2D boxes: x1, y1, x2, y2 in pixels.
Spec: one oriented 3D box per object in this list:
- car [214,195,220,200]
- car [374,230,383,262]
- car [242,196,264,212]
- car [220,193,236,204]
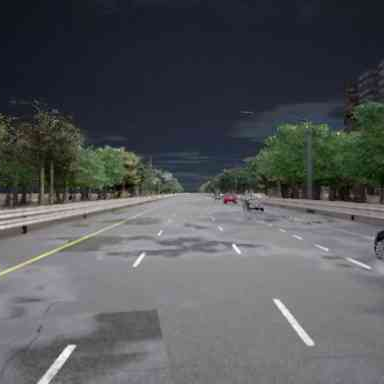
[{"bbox_3d":[7.220,1.551,93.734,1.994,1.385,4.181,0,0,2],"label":"car"},{"bbox_3d":[7.001,1.493,9.202,2.128,1.511,4.902,0,0,0],"label":"car"},{"bbox_3d":[7.059,1.550,38.774,2.033,1.411,5.357,0,0,0],"label":"car"},{"bbox_3d":[7.126,1.226,63.720,2.150,2.045,5.566,0,0,0],"label":"car"}]
